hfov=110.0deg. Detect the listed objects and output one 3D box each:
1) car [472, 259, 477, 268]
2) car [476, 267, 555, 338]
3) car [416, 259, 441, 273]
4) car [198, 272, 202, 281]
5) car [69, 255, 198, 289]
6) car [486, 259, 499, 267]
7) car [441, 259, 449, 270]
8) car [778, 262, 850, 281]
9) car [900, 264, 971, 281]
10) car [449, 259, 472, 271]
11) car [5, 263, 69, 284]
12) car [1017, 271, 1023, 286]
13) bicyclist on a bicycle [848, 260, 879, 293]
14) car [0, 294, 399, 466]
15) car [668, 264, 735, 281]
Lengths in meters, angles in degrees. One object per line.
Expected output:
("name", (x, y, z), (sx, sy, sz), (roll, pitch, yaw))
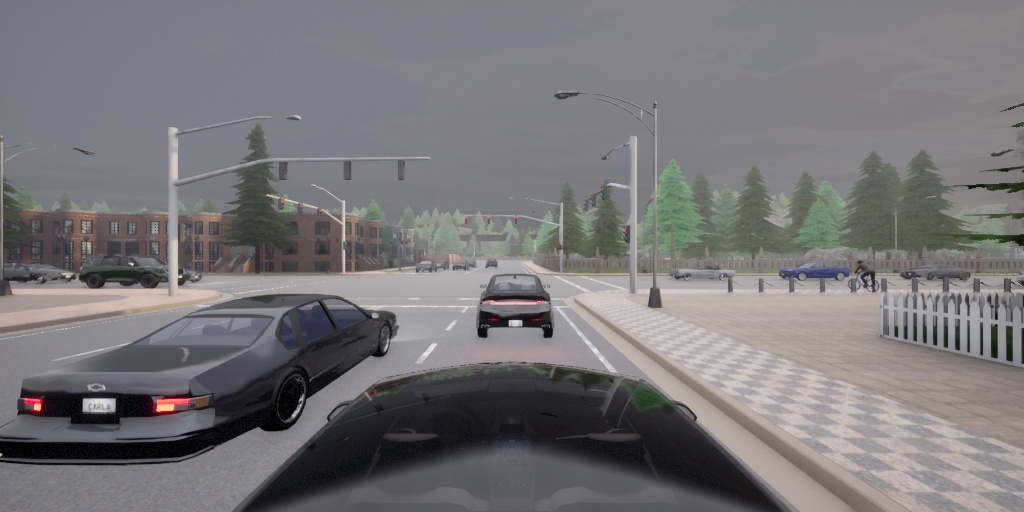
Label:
("car", (-7.019, 1.255, 59.903), (1.837, 1.490, 4.892), (0, 0, 0))
("car", (0.087, 1.242, 10.176), (2.128, 1.511, 4.902), (0, 0, 0))
("car", (-10.555, 1.276, 44.502), (1.812, 1.442, 4.674), (0, 0, 0))
("car", (-25.536, 1.276, 26.300), (4.674, 1.442, 1.812), (0, 0, -1))
("car", (-23.948, 0.971, 22.861), (5.566, 2.045, 2.150), (0, 0, -1))
("car", (-3.361, 1.255, 61.349), (1.837, 1.490, 4.892), (0, 0, 0))
("car", (-10.553, 1.241, 53.610), (2.128, 1.511, 4.902), (0, 0, 0))
("car", (24.873, 1.228, 29.622), (5.008, 1.535, 1.882), (0, 0, 0))
("car", (34.847, 1.314, 29.594), (4.181, 1.385, 1.994), (0, 0, 1))
("car", (-7.062, 1.255, 49.919), (1.837, 1.490, 4.892), (0, 0, 0))
("car", (-34.792, 1.242, 25.910), (4.902, 1.511, 2.128), (0, 0, -6))
("car", (34.692, 1.276, 22.413), (4.674, 1.442, 1.812), (0, 0, 0))
("bicyclist on a bicycle", (18.260, 1.052, 18.652), (0.582, 1.620, 1.656), (0, 0, 0))
("car", (-3.434, 1.297, 5.511), (2.033, 1.411, 5.357), (0, 0, 1))
("car", (15.581, 1.351, 29.640), (4.718, 1.301, 1.895), (0, 0, 0))
